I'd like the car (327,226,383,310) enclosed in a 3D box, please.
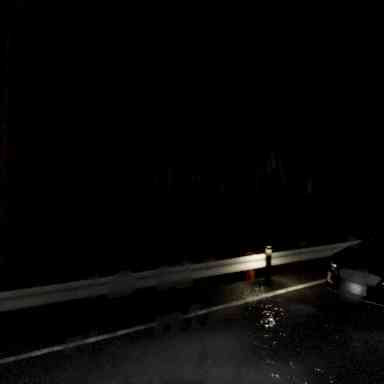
[{"bbox_3d":[4.860,1.319,6.884,4.902,1.511,2.128,-1,1,-31],"label":"car"}]
